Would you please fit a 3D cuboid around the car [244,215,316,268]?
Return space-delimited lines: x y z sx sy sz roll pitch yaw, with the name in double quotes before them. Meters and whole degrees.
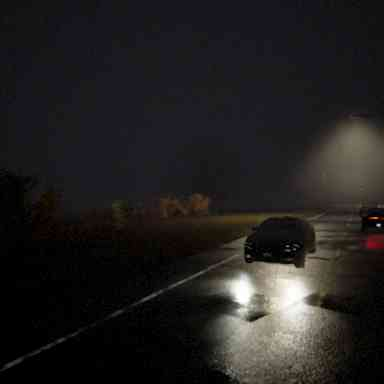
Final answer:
"car" 3.416 1.676 12.402 1.882 1.535 5.008 -1 -1 27

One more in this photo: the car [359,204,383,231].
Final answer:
"car" 12.559 1.798 22.598 1.837 1.490 4.892 -1 -1 27

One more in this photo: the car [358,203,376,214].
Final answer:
"car" 19.623 1.954 36.655 1.882 1.535 5.008 -1 -1 27
